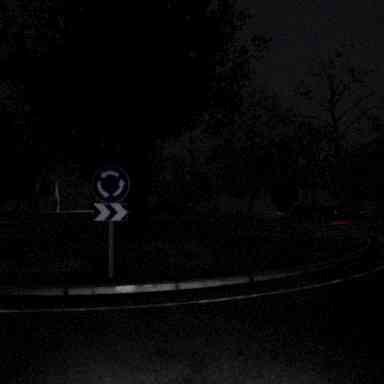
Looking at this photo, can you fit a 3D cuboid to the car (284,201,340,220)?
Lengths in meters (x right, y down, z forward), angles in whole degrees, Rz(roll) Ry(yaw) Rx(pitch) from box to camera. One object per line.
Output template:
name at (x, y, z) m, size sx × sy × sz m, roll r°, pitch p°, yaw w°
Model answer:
car at (10.068, 1.477, 28.290) m, size 1.882 × 1.535 × 5.008 m, roll 0°, pitch 0°, yaw -29°

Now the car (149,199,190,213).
car at (-2.624, 1.492, 35.856) m, size 4.902 × 1.511 × 2.128 m, roll 0°, pitch 0°, yaw 4°
